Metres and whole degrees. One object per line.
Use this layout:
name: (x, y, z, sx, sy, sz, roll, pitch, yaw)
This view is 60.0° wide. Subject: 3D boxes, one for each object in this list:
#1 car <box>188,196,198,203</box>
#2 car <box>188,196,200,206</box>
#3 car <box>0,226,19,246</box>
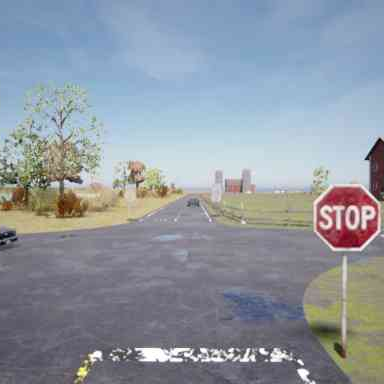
car: (0.207, 1.496, 70.986, 2.033, 1.411, 5.357, 0, 0, 0)
car: (0.257, 1.458, 53.601, 2.128, 1.511, 4.902, 0, 0, 0)
car: (-10.074, 1.672, 13.494, 5.357, 1.411, 2.033, -1, 0, 1)
